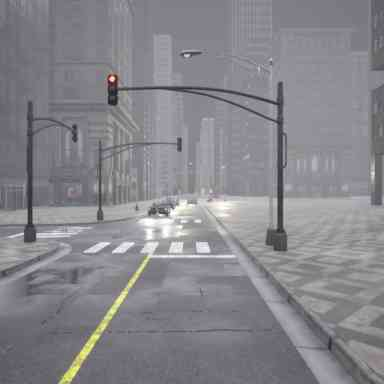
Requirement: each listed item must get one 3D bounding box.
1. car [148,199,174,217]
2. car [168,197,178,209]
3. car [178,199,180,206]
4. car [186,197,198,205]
[{"bbox_3d":[-3.084,1.601,31.957,1.895,1.301,4.718,0,0,0],"label":"car"},{"bbox_3d":[-3.080,1.603,41.675,1.895,1.301,4.718,0,0,0],"label":"car"},{"bbox_3d":[-3.049,1.501,53.586,2.128,1.511,4.902,0,0,0],"label":"car"},{"bbox_3d":[0.027,1.559,57.595,2.033,1.411,5.357,0,0,0],"label":"car"}]
